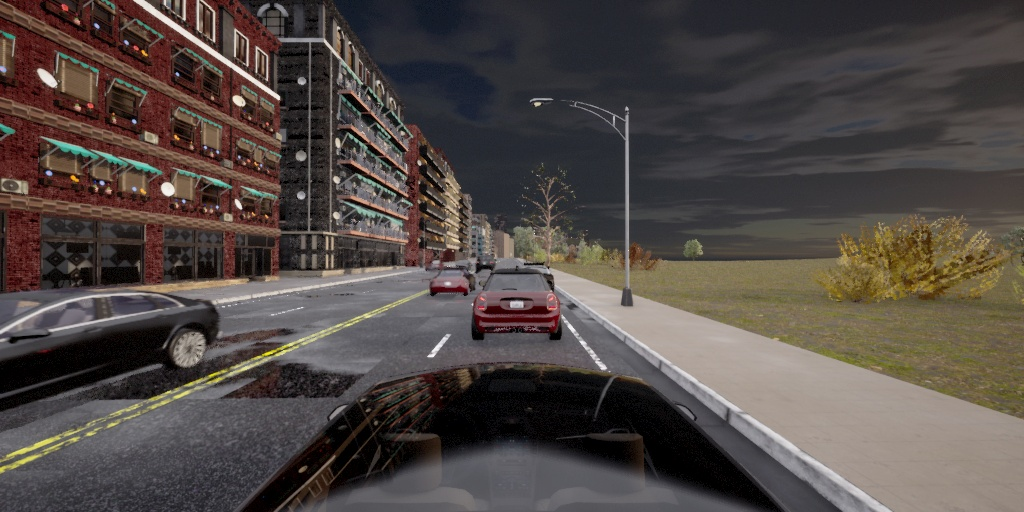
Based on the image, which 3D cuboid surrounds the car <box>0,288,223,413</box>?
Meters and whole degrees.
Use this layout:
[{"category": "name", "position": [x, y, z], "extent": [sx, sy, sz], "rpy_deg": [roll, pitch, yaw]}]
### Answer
[{"category": "car", "position": [-6.594, 1.242, 4.940], "extent": [2.128, 1.511, 4.902], "rpy_deg": [0, 0, 0]}]

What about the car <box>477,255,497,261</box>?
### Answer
[{"category": "car", "position": [-3.052, 0.966, 42.820], "extent": [2.150, 2.045, 5.566], "rpy_deg": [0, -1, 0]}]

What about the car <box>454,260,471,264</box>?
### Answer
[{"category": "car", "position": [-6.490, 1.256, 48.032], "extent": [1.837, 1.490, 4.892], "rpy_deg": [0, 0, 0]}]

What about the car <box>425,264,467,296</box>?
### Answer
[{"category": "car", "position": [-3.110, 1.316, 19.465], "extent": [1.994, 1.385, 4.181], "rpy_deg": [0, 0, 0]}]

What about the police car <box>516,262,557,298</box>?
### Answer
[{"category": "police car", "position": [1.178, 1.177, 19.604], "extent": [1.930, 1.638, 5.238], "rpy_deg": [0, 0, 0]}]

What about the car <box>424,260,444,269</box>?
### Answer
[{"category": "car", "position": [-9.746, 1.277, 45.723], "extent": [1.812, 1.442, 4.674], "rpy_deg": [0, 0, 0]}]

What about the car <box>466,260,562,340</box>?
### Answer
[{"category": "car", "position": [0.114, 1.103, 10.109], "extent": [2.097, 1.767, 4.553], "rpy_deg": [0, 0, 0]}]
